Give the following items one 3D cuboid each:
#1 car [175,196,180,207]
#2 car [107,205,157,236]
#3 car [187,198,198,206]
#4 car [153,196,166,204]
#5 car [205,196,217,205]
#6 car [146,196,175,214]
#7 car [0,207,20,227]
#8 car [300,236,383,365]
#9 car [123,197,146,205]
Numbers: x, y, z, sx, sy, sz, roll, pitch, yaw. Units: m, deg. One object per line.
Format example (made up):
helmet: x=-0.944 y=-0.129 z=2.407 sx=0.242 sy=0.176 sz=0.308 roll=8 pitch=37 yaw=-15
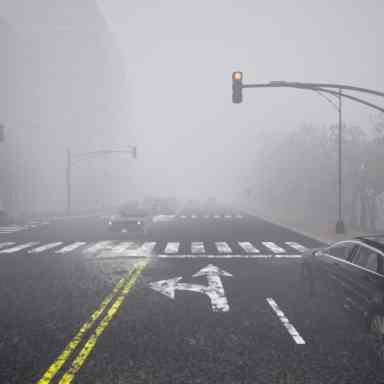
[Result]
car: x=-3.336 y=1.538 z=52.061 sx=1.812 sy=1.442 sz=4.674 roll=0 pitch=0 yaw=0
car: x=-3.362 y=1.642 z=18.751 sx=1.895 sy=1.301 sz=4.718 roll=0 pitch=0 yaw=0
car: x=0.106 y=1.616 z=56.394 sx=1.895 sy=1.301 sz=4.718 roll=0 pitch=0 yaw=0
car: x=-6.512 y=1.570 z=66.796 sx=2.033 sy=1.411 sz=5.357 roll=0 pitch=0 yaw=1
car: x=3.355 y=1.494 z=58.512 sx=1.882 sy=1.535 sz=5.008 roll=0 pitch=0 yaw=0
car: x=-3.349 y=1.496 z=36.101 sx=2.128 sy=1.511 sz=4.902 roll=0 pitch=0 yaw=0
car: x=-14.657 y=1.729 z=23.717 sx=4.181 sy=1.385 sz=1.994 roll=-1 pitch=0 yaw=-7
car: x=3.350 y=1.491 z=5.650 sx=2.128 sy=1.511 sz=4.902 roll=0 pitch=0 yaw=0
car: x=-6.603 y=1.567 z=36.565 sx=1.994 sy=1.385 sz=4.181 roll=0 pitch=0 yaw=1
